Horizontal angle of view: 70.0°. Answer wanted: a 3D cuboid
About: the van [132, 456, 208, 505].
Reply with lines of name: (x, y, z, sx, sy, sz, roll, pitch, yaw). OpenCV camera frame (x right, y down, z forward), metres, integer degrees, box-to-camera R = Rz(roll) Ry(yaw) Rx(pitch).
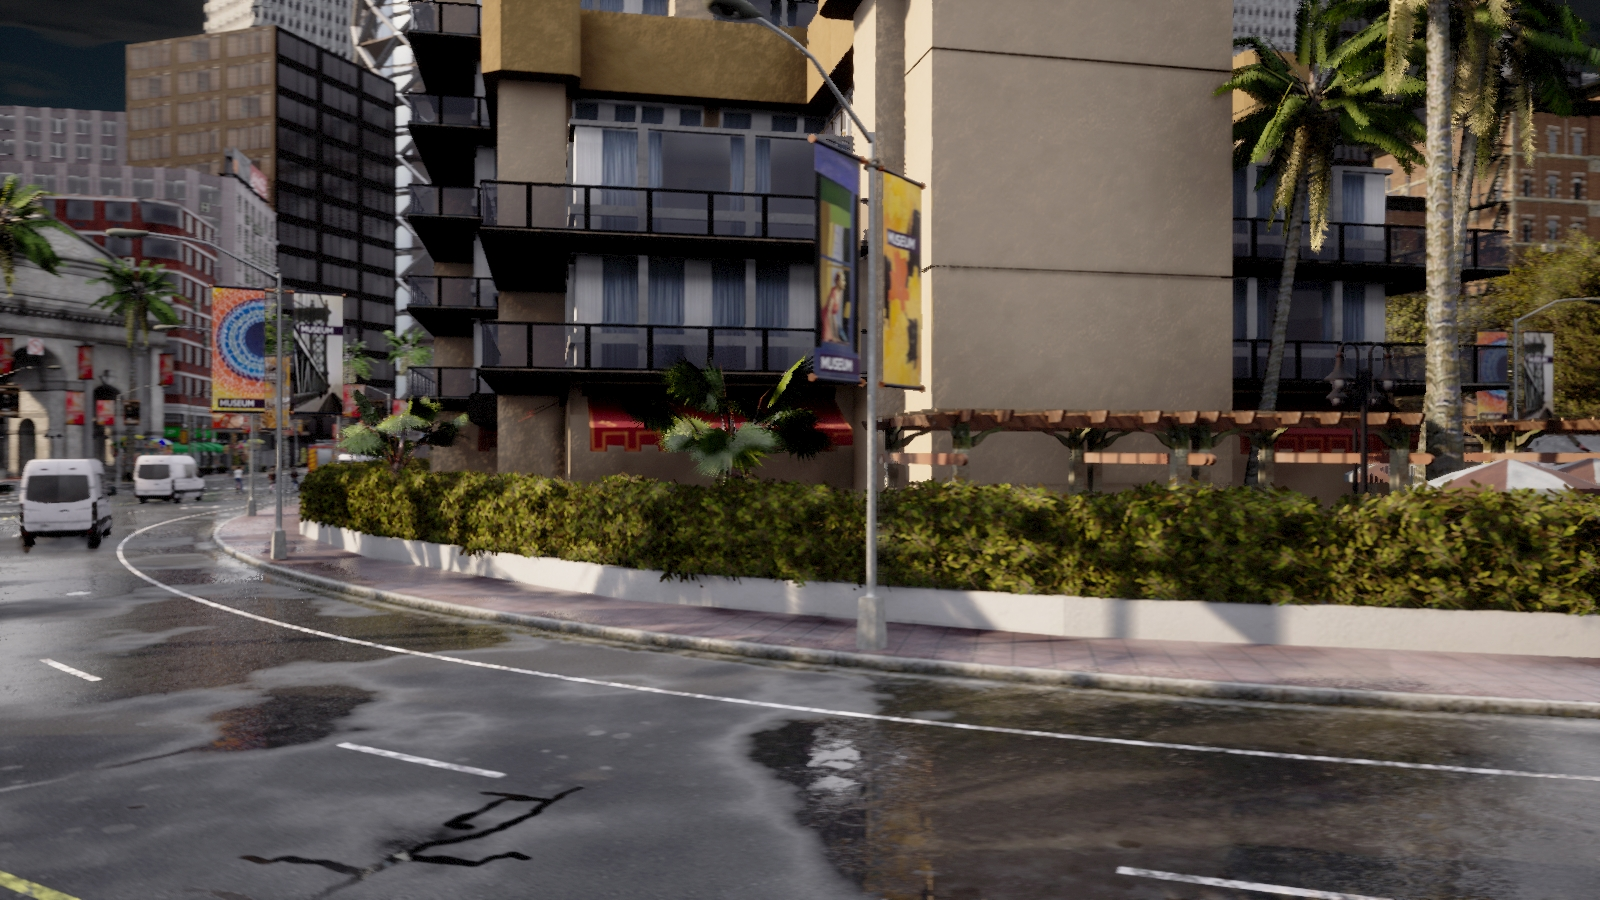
van: (-34.264, 1.586, 62.325, 1.988, 2.561, 5.915, 0, 0, -12)

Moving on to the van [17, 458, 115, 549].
van: (-22.883, 1.563, 35.803, 1.988, 2.561, 5.915, 0, 0, -27)
